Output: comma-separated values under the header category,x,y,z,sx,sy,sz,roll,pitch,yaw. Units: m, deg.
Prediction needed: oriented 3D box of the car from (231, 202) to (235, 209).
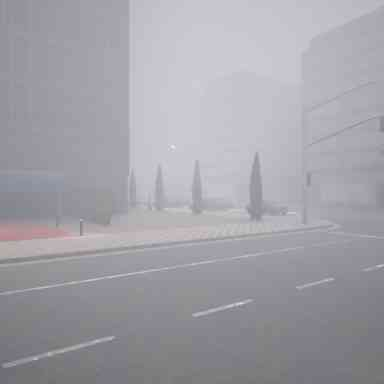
category,x,y,z,sx,sy,sz,roll,pitch,yaw
car,3.798,1.564,44.873,1.994,1.385,4.181,0,0,-35

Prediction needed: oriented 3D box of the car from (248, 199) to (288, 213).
category,x,y,z,sx,sy,sz,roll,pitch,yaw
car,8.604,1.564,37.981,1.994,1.385,4.181,0,0,-35

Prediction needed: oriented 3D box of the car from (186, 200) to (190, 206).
category,x,y,z,sx,sy,sz,roll,pitch,yaw
car,-1.899,1.564,53.054,1.994,1.385,4.181,0,0,-35

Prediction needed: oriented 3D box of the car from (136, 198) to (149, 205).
category,x,y,z,sx,sy,sz,roll,pitch,yaw
car,-9.161,1.601,57.410,1.895,1.301,4.718,0,0,-34

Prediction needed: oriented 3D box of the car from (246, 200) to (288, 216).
category,x,y,z,sx,sy,sz,roll,pitch,yaw
car,7.457,1.526,33.507,1.812,1.442,4.674,0,0,-37

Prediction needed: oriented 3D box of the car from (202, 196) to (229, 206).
category,x,y,z,sx,sy,sz,roll,pitch,yaw
car,3.942,1.477,57.245,1.882,1.535,5.008,0,0,-35

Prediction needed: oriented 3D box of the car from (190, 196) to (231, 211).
category,x,y,z,sx,sy,sz,roll,pitch,yaw
car,2.210,1.505,41.029,1.837,1.490,4.892,0,0,-35

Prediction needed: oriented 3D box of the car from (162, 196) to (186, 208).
category,x,y,z,sx,sy,sz,roll,pitch,yaw
car,-3.450,1.351,49.156,2.097,1.767,4.553,0,0,-35
